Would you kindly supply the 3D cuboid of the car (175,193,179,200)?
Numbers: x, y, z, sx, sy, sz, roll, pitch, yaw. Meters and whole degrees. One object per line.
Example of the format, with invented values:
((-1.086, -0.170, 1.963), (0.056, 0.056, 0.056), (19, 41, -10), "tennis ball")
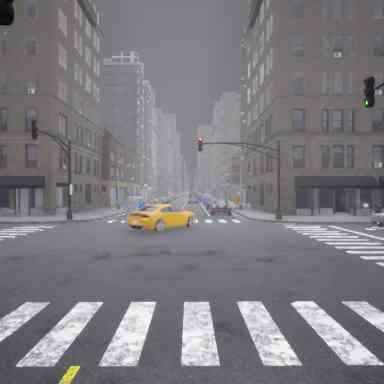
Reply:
((-5.492, 1.307, 90.035), (2.192, 1.841, 5.009), (0, 0, 0), "car")

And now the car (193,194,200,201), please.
((1.151, 1.448, 89.512), (1.801, 1.575, 5.366), (0, 0, 0), "car")

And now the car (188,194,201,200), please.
((0.255, 1.566, 62.890), (1.994, 1.385, 4.181), (0, 0, 0), "car")

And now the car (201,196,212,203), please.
((2.940, 1.552, 67.335), (2.008, 1.369, 4.403), (0, 0, 0), "car")

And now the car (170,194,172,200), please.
((-5.585, 1.567, 67.362), (1.947, 1.339, 4.313), (0, 0, 0), "car")

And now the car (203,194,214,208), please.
((2.847, 1.443, 44.657), (1.967, 1.590, 4.097), (0, 0, 0), "car")

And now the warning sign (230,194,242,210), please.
((5.226, 1.118, 39.304), (1.300, 1.860, 1.060), (0, 0, 0), "warning sign")

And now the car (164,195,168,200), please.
((-5.632, 1.569, 56.025), (1.947, 1.339, 4.313), (0, 0, 0), "car")

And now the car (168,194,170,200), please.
((-5.609, 1.527, 61.523), (1.752, 1.417, 4.829), (0, 0, 0), "car")

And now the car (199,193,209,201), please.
((3.010, 1.310, 84.342), (2.192, 1.841, 5.009), (0, 0, 0), "car")

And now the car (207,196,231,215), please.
((2.801, 1.442, 33.319), (1.967, 1.590, 4.097), (0, 0, 0), "car")

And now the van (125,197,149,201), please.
((-5.725, 1.343, 33.352), (1.690, 1.788, 3.998), (0, 0, 0), "van")

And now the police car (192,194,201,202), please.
((1.119, 1.422, 79.417), (1.930, 1.638, 5.238), (0, 0, -1), "police car")

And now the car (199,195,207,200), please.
((3.034, 1.558, 90.012), (1.947, 1.339, 4.313), (0, 0, 0), "car")

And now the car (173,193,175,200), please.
((-5.539, 1.522, 78.528), (1.752, 1.417, 4.829), (0, 0, 0), "car")

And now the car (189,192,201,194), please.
((0.296, 1.039, 72.923), (2.150, 2.045, 5.566), (0, 0, 0), "car")

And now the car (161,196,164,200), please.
((-5.655, 1.585, 50.357), (1.802, 1.307, 4.206), (0, 0, 0), "car")

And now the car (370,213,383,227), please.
((13.747, 1.615, 20.656), (4.718, 1.301, 1.895), (0, 0, 0), "car")

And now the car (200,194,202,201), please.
((2.918, 1.527, 61.835), (1.752, 1.417, 4.829), (0, 0, 0), "car")

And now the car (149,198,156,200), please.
((-5.702, 1.443, 39.020), (1.967, 1.590, 4.097), (0, 0, 0), "car")

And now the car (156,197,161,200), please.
((-5.678, 1.569, 44.689), (1.947, 1.339, 4.313), (0, 0, 0), "car")

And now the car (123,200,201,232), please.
((-1.754, 1.478, 20.212), (1.882, 1.535, 5.008), (1, 1, 34), "car")

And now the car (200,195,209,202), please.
((2.987, 1.437, 78.673), (1.967, 1.590, 4.097), (0, 0, 0), "car")

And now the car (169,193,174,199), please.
((-5.562, 1.544, 73.029), (1.887, 1.381, 4.507), (0, 0, 0), "car")

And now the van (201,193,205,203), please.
((2.893, 1.344, 55.996), (1.690, 1.788, 3.998), (0, 0, 0), "van")
